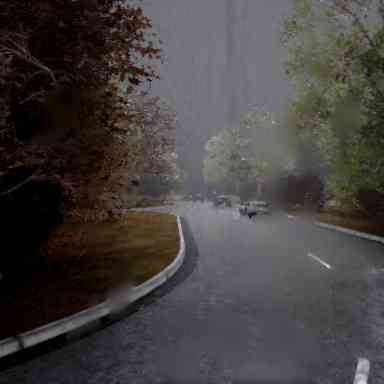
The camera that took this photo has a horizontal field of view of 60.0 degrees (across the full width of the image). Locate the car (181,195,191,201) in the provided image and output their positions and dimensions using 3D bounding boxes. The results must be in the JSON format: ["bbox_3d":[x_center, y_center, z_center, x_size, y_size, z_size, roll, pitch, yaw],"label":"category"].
[{"bbox_3d":[-1.103,1.712,90.987,1.837,1.490,4.892,2,-2,-36],"label":"car"}]

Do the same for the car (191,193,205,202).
[{"bbox_3d":[1.779,1.287,80.897,2.150,2.045,5.566,1,-1,-5],"label":"car"}]

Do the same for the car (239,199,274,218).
[{"bbox_3d":[4.959,1.246,26.075,1.994,1.385,4.181,1,1,-3],"label":"car"}]

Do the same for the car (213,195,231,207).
[{"bbox_3d":[3.960,1.117,44.040,1.837,1.490,4.892,1,0,-3],"label":"car"}]
